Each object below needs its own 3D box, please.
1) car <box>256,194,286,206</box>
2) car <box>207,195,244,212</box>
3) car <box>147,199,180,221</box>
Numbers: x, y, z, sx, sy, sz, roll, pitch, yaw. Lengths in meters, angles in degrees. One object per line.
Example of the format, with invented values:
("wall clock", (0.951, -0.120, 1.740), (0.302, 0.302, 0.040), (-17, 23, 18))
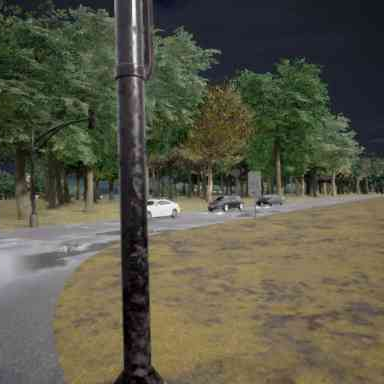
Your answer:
("car", (9.767, 0.968, 40.948), (2.033, 1.411, 5.357), (-3, -1, 37))
("car", (3.355, 1.085, 32.537), (1.837, 1.490, 4.892), (-3, -1, 37))
("car", (-2.779, 1.266, 24.469), (1.812, 1.442, 4.674), (-3, -1, 37))
